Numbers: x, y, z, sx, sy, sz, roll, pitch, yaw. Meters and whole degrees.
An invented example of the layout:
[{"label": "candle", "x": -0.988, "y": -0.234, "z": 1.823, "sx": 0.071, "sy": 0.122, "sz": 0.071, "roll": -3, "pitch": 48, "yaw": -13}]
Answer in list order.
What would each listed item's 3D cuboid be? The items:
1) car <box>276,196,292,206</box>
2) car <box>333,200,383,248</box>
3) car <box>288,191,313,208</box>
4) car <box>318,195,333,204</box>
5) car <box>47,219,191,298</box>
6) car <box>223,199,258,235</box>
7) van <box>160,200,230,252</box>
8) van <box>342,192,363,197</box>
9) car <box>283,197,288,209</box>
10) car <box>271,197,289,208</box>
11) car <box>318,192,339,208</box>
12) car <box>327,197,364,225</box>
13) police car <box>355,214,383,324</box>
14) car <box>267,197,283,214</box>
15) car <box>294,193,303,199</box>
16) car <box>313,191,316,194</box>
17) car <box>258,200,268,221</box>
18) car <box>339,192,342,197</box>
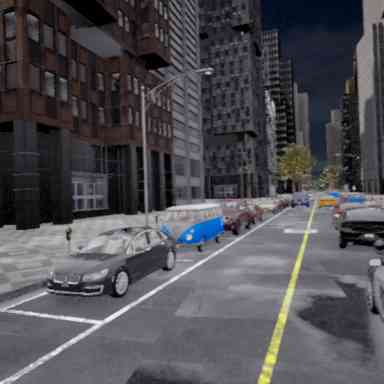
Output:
[{"label": "car", "x": 13.935, "y": 1.368, "z": 50.191, "sx": 1.887, "sy": 1.381, "sz": 4.507, "roll": -2, "pitch": 0, "yaw": 21}, {"label": "car", "x": 6.965, "y": 1.320, "z": 13.584, "sx": 1.882, "sy": 1.535, "sz": 5.008, "roll": -2, "pitch": 0, "yaw": 23}, {"label": "car", "x": 14.037, "y": 0.994, "z": 42.959, "sx": 2.150, "sy": 2.045, "sz": 5.566, "roll": -2, "pitch": 0, "yaw": 21}, {"label": "car", "x": 20.949, "y": 1.157, "z": 52.368, "sx": 1.994, "sy": 1.385, "sz": 4.181, "roll": -2, "pitch": 0, "yaw": 21}, {"label": "car", "x": -1.842, "y": 1.670, "z": 8.900, "sx": 2.008, "sy": 1.369, "sz": 4.403, "roll": -2, "pitch": 0, "yaw": 21}, {"label": "car", "x": 2.095, "y": 1.360, "z": 19.224, "sx": 2.192, "sy": 1.841, "sz": 5.009, "roll": -2, "pitch": 0, "yaw": 21}, {"label": "van", "x": 0.124, "y": 1.423, "z": 14.062, "sx": 1.690, "sy": 1.788, "sz": 3.998, "roll": -2, "pitch": 0, "yaw": 21}, {"label": "van", "x": 17.960, "y": 0.941, "z": 36.800, "sx": 1.690, "sy": 1.788, "sz": 3.998, "roll": -2, "pitch": 0, "yaw": 21}, {"label": "car", "x": 9.991, "y": 1.441, "z": 39.868, "sx": 1.887, "sy": 1.381, "sz": 4.507, "roll": -2, "pitch": 0, "yaw": 21}, {"label": "car", "x": 11.963, "y": 1.404, "z": 45.029, "sx": 1.887, "sy": 1.381, "sz": 4.507, "roll": -2, "pitch": 0, "yaw": 21}, {"label": "car", "x": 16.535, "y": 1.151, "z": 40.757, "sx": 1.882, "sy": 1.535, "sz": 5.008, "roll": -2, "pitch": 0, "yaw": 22}, {"label": "car", "x": 9.095, "y": 1.279, "z": 19.139, "sx": 1.882, "sy": 1.535, "sz": 5.008, "roll": -2, "pitch": 0, "yaw": 19}, {"label": "police car", "x": 3.523, "y": 1.329, "z": 4.286, "sx": 1.930, "sy": 1.638, "sz": 5.238, "roll": -2, "pitch": 0, "yaw": 21}, {"label": "car", "x": 7.957, "y": 1.460, "z": 34.548, "sx": 1.752, "sy": 1.417, "sz": 4.829, "roll": -2, "pitch": 0, "yaw": 21}, {"label": "car", "x": 27.488, "y": 1.113, "z": 85.609, "sx": 1.752, "sy": 1.417, "sz": 4.829, "roll": -2, "pitch": 0, "yaw": 21}, {"label": "car", "x": 22.079, "y": 0.850, "z": 63.747, "sx": 2.150, "sy": 2.045, "sz": 5.566, "roll": -2, "pitch": -1, "yaw": 21}, {"label": "car", "x": 4.074, "y": 1.552, "z": 24.384, "sx": 1.887, "sy": 1.381, "sz": 4.507, "roll": -2, "pitch": 0, "yaw": 21}, {"label": "car", "x": 21.914, "y": 1.071, "z": 47.118, "sx": 1.887, "sy": 1.381, "sz": 4.507, "roll": -2, "pitch": 0, "yaw": 21}]
